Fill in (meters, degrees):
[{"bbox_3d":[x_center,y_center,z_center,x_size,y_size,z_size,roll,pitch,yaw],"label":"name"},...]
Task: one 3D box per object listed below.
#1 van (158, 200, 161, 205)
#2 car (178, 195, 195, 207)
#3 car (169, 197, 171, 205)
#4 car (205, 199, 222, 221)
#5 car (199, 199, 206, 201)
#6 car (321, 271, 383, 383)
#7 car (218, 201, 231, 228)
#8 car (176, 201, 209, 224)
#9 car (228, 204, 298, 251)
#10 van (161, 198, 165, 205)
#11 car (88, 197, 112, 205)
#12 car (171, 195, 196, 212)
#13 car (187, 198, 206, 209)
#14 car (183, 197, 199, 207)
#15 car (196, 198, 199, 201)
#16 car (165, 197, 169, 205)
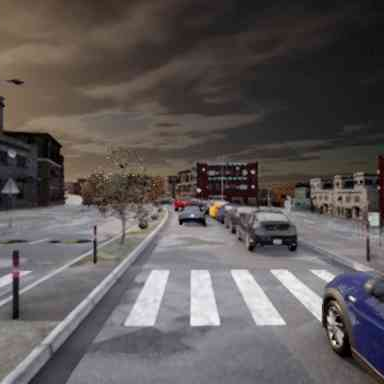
[{"bbox_3d":[-7.401,2.511,91.024,1.878,1.987,4.442,0,-2,-15],"label":"van"},{"bbox_3d":[-1.107,1.693,63.967,2.435,2.045,5.566,0,-1,-10],"label":"car"},{"bbox_3d":[-3.302,2.232,74.783,2.002,1.452,4.674,0,-1,-12],"label":"car"},{"bbox_3d":[2.710,1.598,30.766,2.097,1.535,5.008,0,0,-2],"label":"car"},{"bbox_3d":[2.374,1.518,36.281,2.185,1.767,4.553,0,0,-3],"label":"car"},{"bbox_3d":[2.998,1.350,3.214,2.185,1.767,4.553,0,0,0],"label":"car"},{"bbox_3d":[3.029,1.514,19.675,2.231,1.521,4.892,0,0,0],"label":"car"},{"bbox_3d":[-0.054,1.650,25.390,1.994,1.385,4.181,0,0,-2],"label":"car"},{"bbox_3d":[3.024,1.493,14.155,2.231,1.521,4.892,0,0,0],"label":"car"},{"bbox_3d":[-5.930,2.309,85.689,1.878,1.987,4.442,0,-2,-14],"label":"van"},{"bbox_3d":[-21.895,2.312,81.533,5.566,2.045,2.435,0,-2,-15],"label":"car"},{"bbox_3d":[-1.189,1.452,43.017,2.150,2.045,5.566,0,-1,-6],"label":"car"},{"bbox_3d":[0.647,1.786,52.856,2.231,1.521,4.892,0,0,-7],"label":"car"},{"bbox_3d":[-0.181,1.728,58.432,2.185,1.767,4.553,0,-1,-9],"label":"car"},{"bbox_3d":[1.323,1.778,47.477,2.002,1.452,4.674,0,0,-6],"label":"car"},{"bbox_3d":[-4.559,2.390,80.179,2.002,1.452,4.674,0,-2,-13],"label":"car"}]
